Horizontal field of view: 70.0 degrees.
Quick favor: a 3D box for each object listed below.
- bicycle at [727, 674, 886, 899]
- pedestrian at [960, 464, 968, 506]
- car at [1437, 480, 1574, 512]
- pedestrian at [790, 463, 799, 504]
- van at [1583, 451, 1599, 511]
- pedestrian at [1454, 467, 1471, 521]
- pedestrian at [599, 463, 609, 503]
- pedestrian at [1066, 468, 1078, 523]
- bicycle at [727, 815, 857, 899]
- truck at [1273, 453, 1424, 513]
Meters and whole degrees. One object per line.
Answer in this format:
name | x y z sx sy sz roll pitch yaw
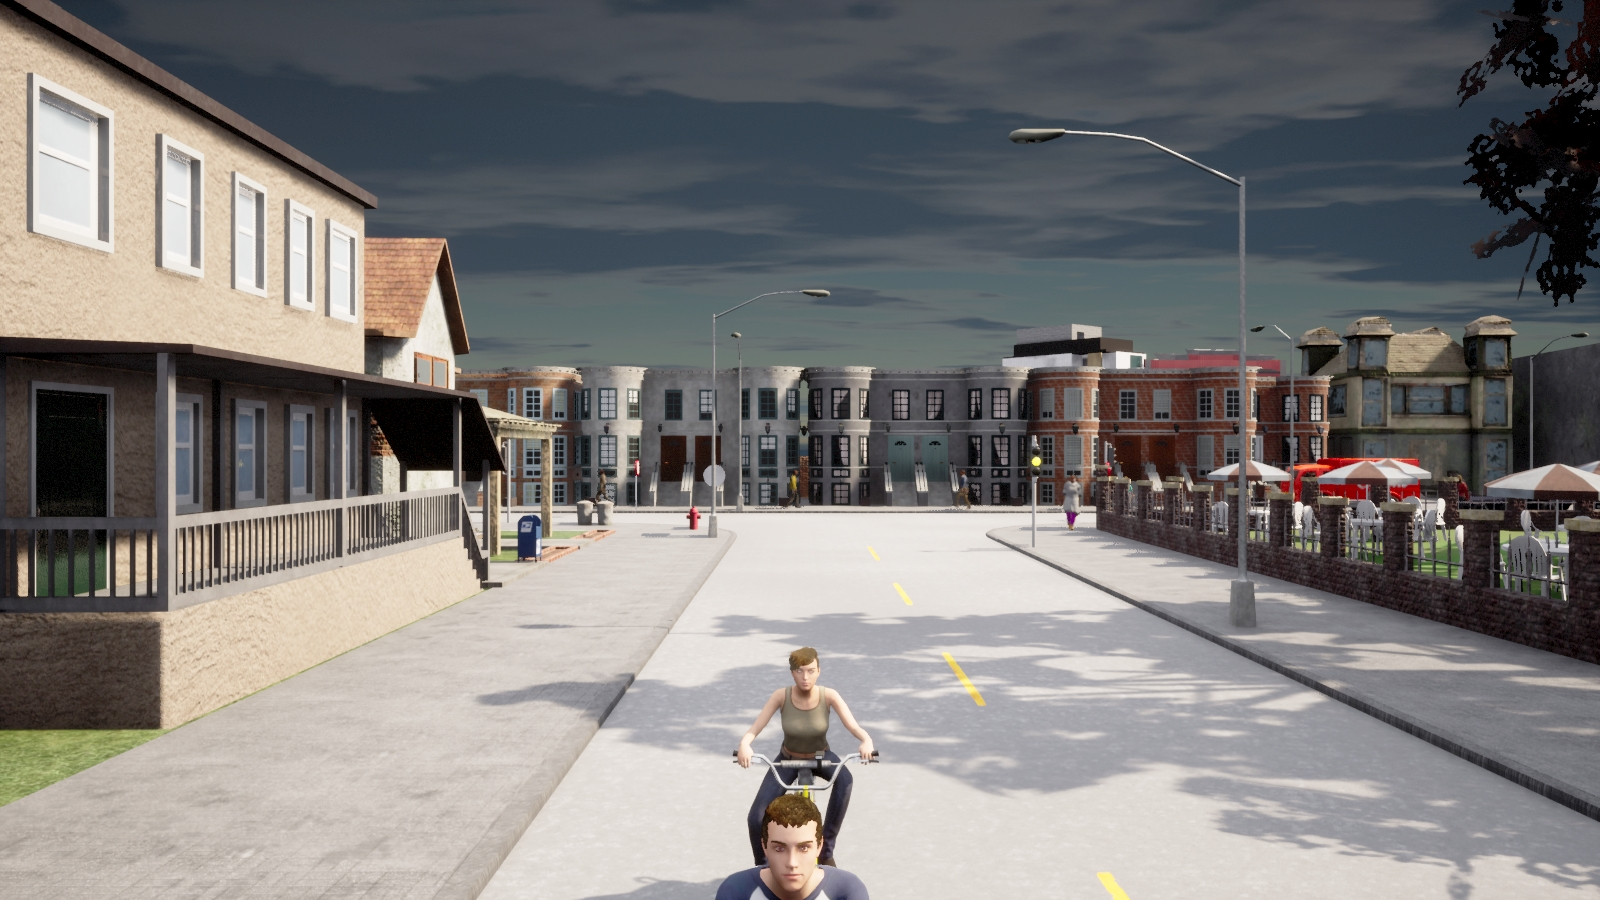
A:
bicycle | 0.033 2.040 6.906 0.859 1.080 1.487 0 0 0
pedestrian | 7.347 1.547 51.153 0.375 1.860 0.375 0 0 9
car | 30.125 1.955 48.889 4.718 1.301 1.895 0 0 0
pedestrian | -0.261 1.546 52.135 0.375 1.860 0.375 0 0 8
van | 37.194 1.334 48.909 5.915 2.561 1.988 0 0 1
pedestrian | 23.234 1.542 40.091 0.375 1.860 0.375 0 0 0
pedestrian | -9.116 1.546 53.174 0.375 1.860 0.375 0 0 0
pedestrian | 9.182 1.531 38.577 0.375 1.860 0.375 0 0 10
bicycle | -0.022 1.938 3.212 0.373 1.296 1.643 0 0 0
truck | 23.374 1.365 48.875 5.204 2.467 2.627 0 0 0
